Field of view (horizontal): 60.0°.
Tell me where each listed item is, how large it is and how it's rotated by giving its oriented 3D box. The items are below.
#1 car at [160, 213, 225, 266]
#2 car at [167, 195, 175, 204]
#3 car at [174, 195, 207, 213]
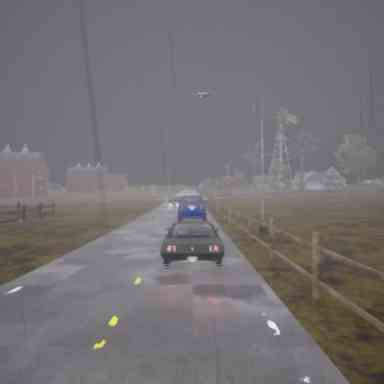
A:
[{"bbox_3d":[0.033,1.653,11.757,1.895,1.301,4.718,0,0,0],"label":"car"},{"bbox_3d":[-2.819,1.129,53.834,1.994,1.385,4.181,0,1,1],"label":"car"},{"bbox_3d":[0.021,1.237,26.239,2.150,2.045,5.566,0,1,1],"label":"car"}]
